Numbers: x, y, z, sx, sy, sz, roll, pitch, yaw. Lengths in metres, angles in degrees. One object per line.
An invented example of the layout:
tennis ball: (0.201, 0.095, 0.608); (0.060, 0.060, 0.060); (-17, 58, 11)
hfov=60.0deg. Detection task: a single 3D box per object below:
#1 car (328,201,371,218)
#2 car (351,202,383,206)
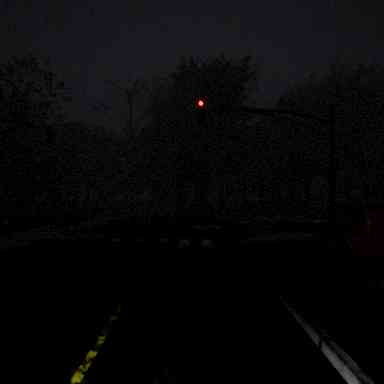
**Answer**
car: (14.760, 1.541, 29.667); (4.902, 1.511, 2.128); (0, 0, 0)
car: (15.656, 1.651, 26.420); (4.718, 1.301, 1.895); (0, 0, 0)
